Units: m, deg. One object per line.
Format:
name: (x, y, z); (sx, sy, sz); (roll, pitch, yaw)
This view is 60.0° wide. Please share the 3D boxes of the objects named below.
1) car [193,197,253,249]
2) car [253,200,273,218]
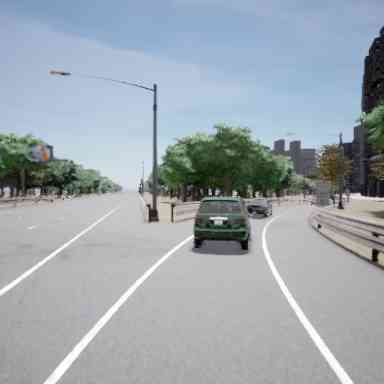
car: (1.501, 1.231, 14.926); (2.150, 2.045, 5.566); (0, 0, 11)
car: (6.401, 1.535, 31.301); (1.837, 1.490, 4.892); (0, 0, 22)
